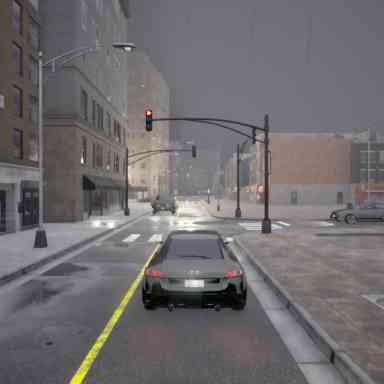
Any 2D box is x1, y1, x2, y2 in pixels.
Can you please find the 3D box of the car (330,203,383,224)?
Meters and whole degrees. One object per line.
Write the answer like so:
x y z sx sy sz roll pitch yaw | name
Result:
12.059 1.515 23.606 4.181 1.385 1.994 0 0 0 | car

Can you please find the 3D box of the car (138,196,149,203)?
-8.963 1.597 69.975 4.674 1.442 1.812 0 0 9 | car

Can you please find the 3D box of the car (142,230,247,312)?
0.053 1.564 7.799 1.994 1.385 4.181 0 0 0 | car

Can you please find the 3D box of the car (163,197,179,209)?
-2.822 1.494 46.114 1.882 1.535 5.008 0 0 0 | car

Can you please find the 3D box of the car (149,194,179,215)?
-2.792 1.234 34.089 2.150 2.045 5.566 0 -1 -1 | car
